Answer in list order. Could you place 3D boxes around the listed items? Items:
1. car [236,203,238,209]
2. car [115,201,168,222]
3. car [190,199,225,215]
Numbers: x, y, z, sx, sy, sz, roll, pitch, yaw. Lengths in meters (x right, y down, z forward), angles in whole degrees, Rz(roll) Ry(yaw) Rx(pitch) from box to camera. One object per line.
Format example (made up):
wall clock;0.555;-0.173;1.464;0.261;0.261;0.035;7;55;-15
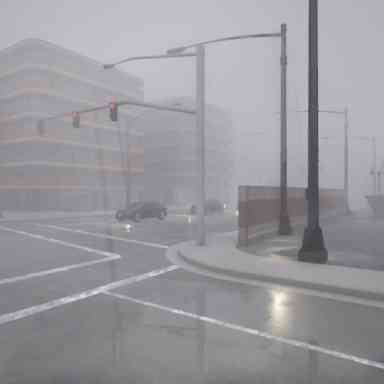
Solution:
car;7.440;1.596;42.780;1.895;1.301;4.718;0;0;35
car;-3.913;1.499;26.289;1.837;1.490;4.892;0;0;35
car;1.677;1.499;34.412;1.837;1.490;4.892;0;0;35
